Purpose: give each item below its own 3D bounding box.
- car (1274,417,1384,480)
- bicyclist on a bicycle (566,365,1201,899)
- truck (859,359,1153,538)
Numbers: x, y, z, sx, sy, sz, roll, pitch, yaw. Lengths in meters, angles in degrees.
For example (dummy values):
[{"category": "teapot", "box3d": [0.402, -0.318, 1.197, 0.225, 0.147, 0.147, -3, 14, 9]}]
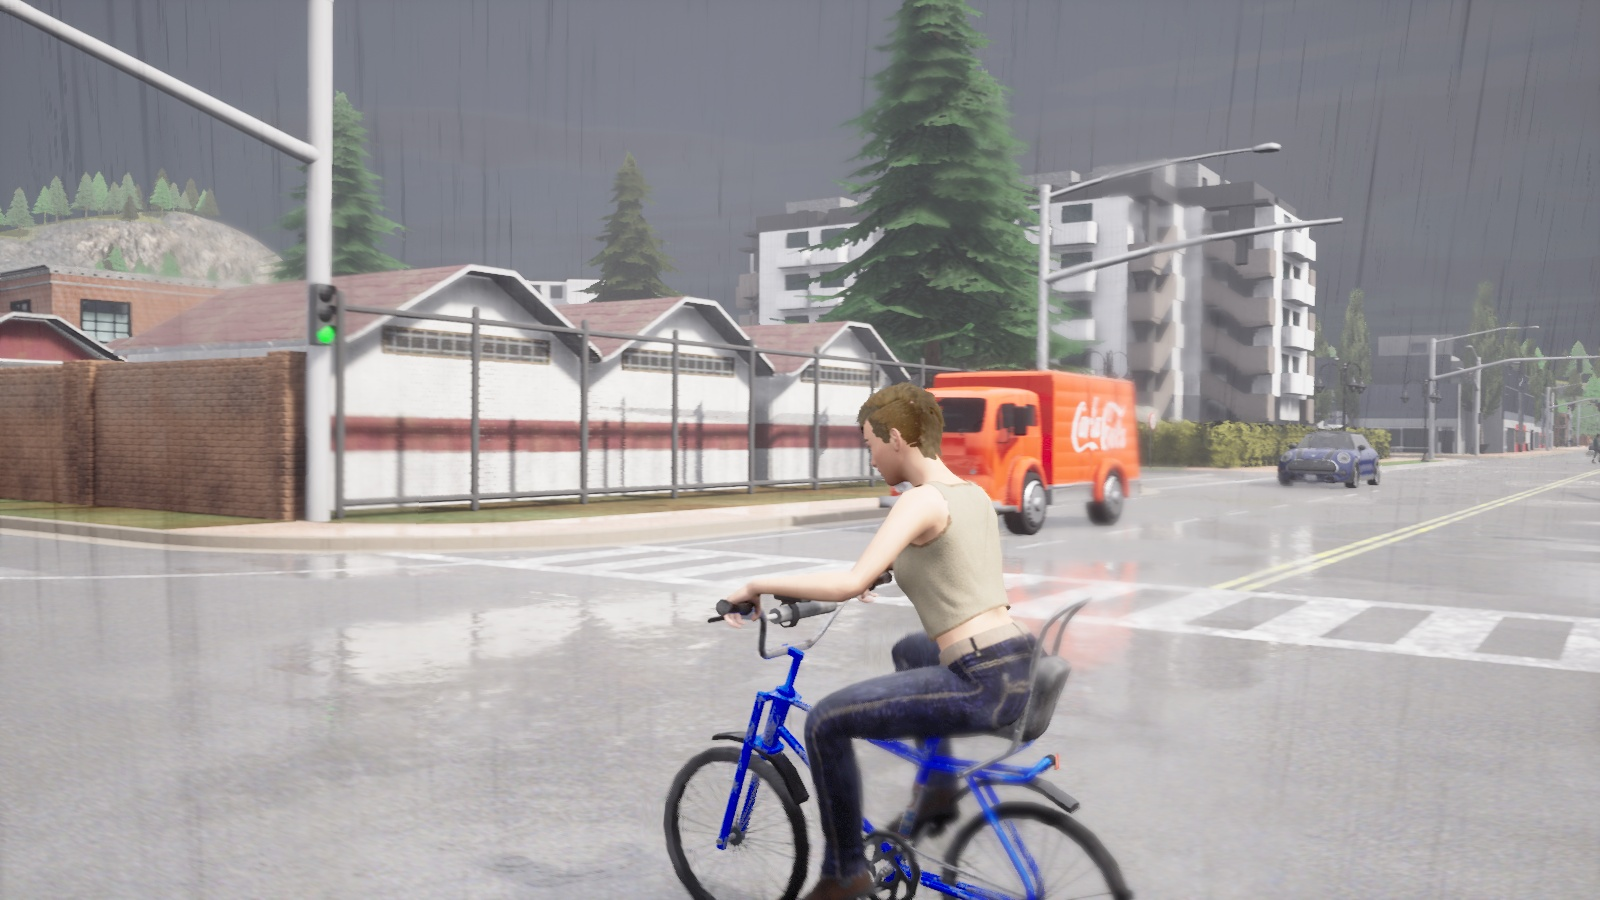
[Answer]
[{"category": "car", "box3d": [15.985, -0.071, 37.800, 2.097, 1.767, 4.553, 0, 1, 35]}, {"category": "bicyclist on a bicycle", "box3d": [0.218, 0.618, 3.472, 1.509, 1.612, 0.866, 0, 1, 34]}, {"category": "truck", "box3d": [3.465, -0.062, 20.165, 2.627, 2.467, 5.204, 0, 1, 35]}]
